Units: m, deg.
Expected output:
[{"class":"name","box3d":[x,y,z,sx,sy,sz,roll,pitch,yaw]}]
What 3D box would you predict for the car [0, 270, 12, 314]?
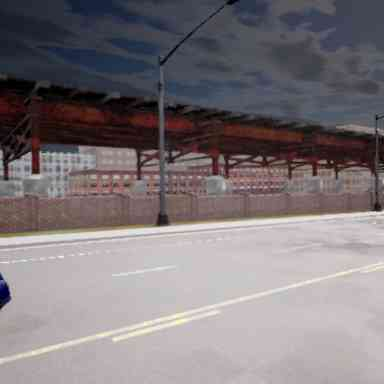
[{"class":"car","box3d":[-5.242,1.591,4.554,4.718,1.301,1.895,0,0,-35]}]
